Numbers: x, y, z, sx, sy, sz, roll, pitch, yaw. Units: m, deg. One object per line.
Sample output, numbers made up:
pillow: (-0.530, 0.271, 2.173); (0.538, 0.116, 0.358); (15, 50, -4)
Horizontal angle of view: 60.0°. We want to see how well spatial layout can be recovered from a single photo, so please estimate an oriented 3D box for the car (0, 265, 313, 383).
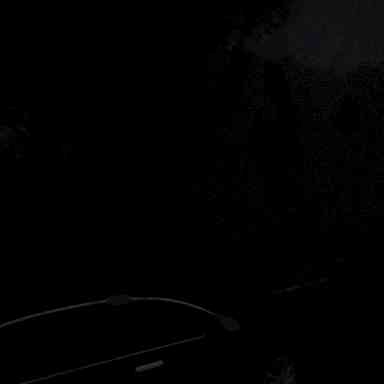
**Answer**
car: (-0.856, 1.500, 3.135); (4.892, 1.490, 1.837); (0, 0, -36)
